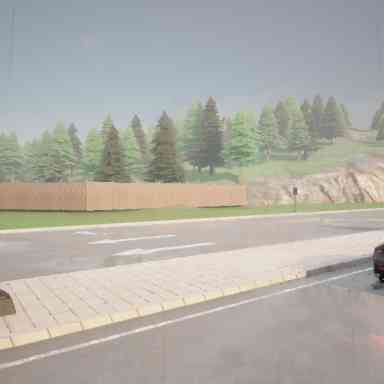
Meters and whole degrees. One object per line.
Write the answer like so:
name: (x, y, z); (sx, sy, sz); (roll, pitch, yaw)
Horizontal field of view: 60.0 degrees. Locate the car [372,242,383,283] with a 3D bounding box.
car: (6.385, 1.504, 8.301); (4.892, 1.490, 1.837); (0, 0, -35)
